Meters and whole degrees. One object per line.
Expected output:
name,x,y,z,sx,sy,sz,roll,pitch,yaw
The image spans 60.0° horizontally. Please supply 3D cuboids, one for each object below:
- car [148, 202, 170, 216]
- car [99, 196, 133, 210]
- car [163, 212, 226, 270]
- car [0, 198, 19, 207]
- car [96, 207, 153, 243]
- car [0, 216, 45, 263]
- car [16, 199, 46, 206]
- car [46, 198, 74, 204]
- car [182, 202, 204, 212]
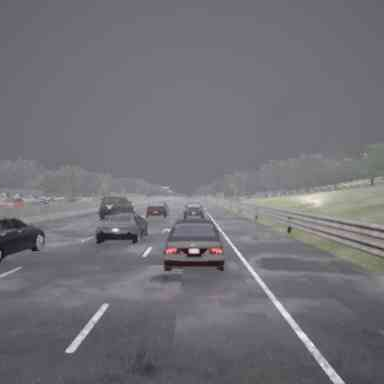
car,-3.321,1.696,33.001,1.882,1.535,5.008,0,0,0
car,-6.839,1.422,30.357,2.150,2.045,5.566,0,-1,0
car,0.075,1.624,11.298,2.033,1.411,5.357,0,0,0
car,-24.443,1.653,45.093,2.097,1.767,4.553,0,0,0
car,-3.390,1.676,16.769,1.994,1.385,4.181,0,0,0
car,-6.920,1.584,11.643,1.837,1.490,4.892,0,0,0
car,-20.951,1.846,44.906,2.033,1.411,5.357,0,0,0
car,-17.445,1.655,45.289,2.097,1.767,4.553,0,-1,0
car,0.176,1.740,32.337,1.812,1.442,4.674,0,0,0
